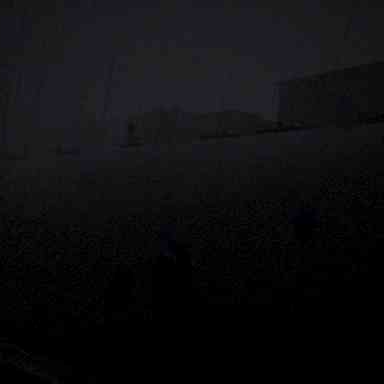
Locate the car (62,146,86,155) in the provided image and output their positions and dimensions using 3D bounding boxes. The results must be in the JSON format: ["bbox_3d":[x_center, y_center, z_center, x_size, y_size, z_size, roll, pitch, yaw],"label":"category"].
[{"bbox_3d":[-13.955,-4.990,41.959,4.553,1.767,2.185,2,1,41],"label":"car"}]

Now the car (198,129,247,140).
[{"bbox_3d":[2.671,-4.391,27.394,4.892,1.521,2.231,2,1,41],"label":"car"}]

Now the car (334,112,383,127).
[{"bbox_3d":[11.071,-4.071,20.195,4.674,1.452,2.002,2,1,40],"label":"car"}]

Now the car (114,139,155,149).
[{"bbox_3d":[-5.555,-4.753,34.600,4.553,1.767,2.185,2,1,41],"label":"car"}]

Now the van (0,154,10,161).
[{"bbox_3d":[-30.449,-5.516,56.410,4.442,1.987,1.878,1,1,41],"label":"van"}]

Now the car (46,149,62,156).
[{"bbox_3d":[-18.106,-5.103,45.597,4.553,1.767,2.185,2,1,41],"label":"car"}]

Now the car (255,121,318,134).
[{"bbox_3d":[6.827,-4.260,23.764,4.892,1.521,2.231,2,1,41],"label":"car"}]

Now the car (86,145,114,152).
[{"bbox_3d":[-9.688,-4.704,38.222,4.674,1.452,2.002,2,1,41],"label":"car"}]

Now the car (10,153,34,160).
[{"bbox_3d":[-26.393,-5.191,52.856,4.892,1.521,2.231,1,1,41],"label":"car"}]
